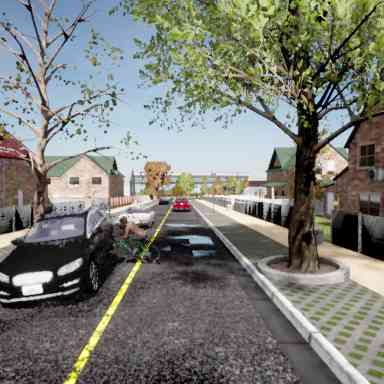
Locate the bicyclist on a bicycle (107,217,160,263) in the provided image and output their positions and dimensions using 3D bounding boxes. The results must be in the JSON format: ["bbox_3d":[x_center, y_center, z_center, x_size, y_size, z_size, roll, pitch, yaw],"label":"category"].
[{"bbox_3d":[-1.838,1.497,10.085,1.656,1.620,0.582,-2,23,4],"label":"bicyclist on a bicycle"}]

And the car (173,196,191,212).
[{"bbox_3d":[-1.240,1.365,39.791,2.097,1.767,4.553,0,0,-2],"label":"car"}]

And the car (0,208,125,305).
[{"bbox_3d":[-3.191,1.282,8.535,2.128,1.511,4.902,-7,7,-4],"label":"car"}]

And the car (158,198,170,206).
[{"bbox_3d":[-4.780,1.644,57.521,1.895,1.301,4.718,0,0,-2],"label":"car"}]

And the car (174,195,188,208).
[{"bbox_3d":[-1.623,1.382,50.030,2.097,1.767,4.553,0,0,-2],"label":"car"}]

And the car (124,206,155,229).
[{"bbox_3d":[-3.527,1.596,21.826,1.895,1.301,4.718,0,0,-3],"label":"car"}]
